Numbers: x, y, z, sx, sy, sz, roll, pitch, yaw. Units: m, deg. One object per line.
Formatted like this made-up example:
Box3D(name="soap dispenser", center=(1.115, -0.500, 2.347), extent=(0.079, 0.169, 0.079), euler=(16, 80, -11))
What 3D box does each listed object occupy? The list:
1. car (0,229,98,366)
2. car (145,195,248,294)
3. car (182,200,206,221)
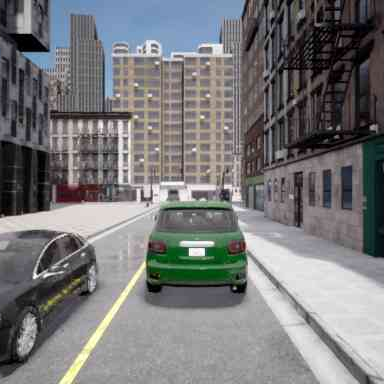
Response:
Box3D(name="car", center=(-3.085, 1.506, 5.894), extent=(1.837, 1.490, 4.892), euler=(0, 0, 0))
Box3D(name="car", center=(0.118, 1.222, 8.940), extent=(2.150, 2.045, 5.566), euler=(0, 0, 1))
Box3D(name="car", center=(0.180, 1.495, 28.204), extent=(1.837, 1.490, 4.892), euler=(0, 0, 0))
